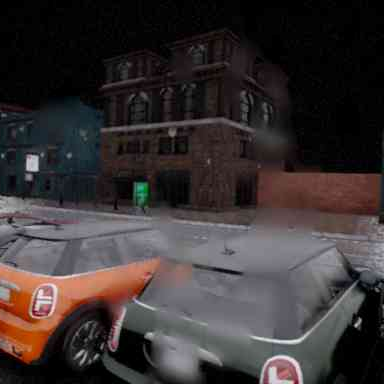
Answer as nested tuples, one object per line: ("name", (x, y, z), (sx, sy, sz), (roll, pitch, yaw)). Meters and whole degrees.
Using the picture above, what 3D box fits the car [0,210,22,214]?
("car", (-5.649, 1.308, 9.184), (2.097, 1.535, 5.008), (2, 1, 35))

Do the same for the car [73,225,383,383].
("car", (1.133, 1.336, 4.300), (2.185, 1.767, 4.553), (1, 1, 35))

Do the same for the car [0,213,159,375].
("car", (-1.130, 1.293, 5.914), (2.185, 1.767, 4.553), (1, 1, 35))
